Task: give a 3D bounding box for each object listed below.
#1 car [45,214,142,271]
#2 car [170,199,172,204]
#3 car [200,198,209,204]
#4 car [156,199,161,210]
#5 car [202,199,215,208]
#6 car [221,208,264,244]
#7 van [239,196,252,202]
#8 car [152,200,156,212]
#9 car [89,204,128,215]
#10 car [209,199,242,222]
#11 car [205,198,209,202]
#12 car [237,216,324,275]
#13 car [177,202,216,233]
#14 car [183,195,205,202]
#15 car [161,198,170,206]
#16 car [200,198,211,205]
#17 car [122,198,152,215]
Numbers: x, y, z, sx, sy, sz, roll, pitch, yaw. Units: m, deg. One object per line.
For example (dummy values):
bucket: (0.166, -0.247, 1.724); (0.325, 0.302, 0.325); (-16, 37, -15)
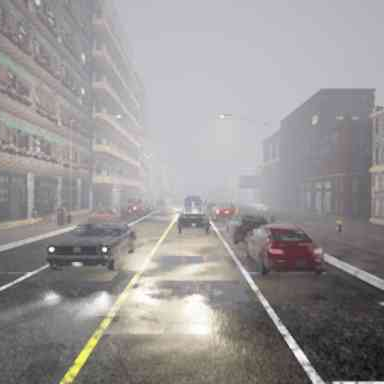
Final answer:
car: (-3.102, 1.656, 11.196); (1.895, 1.301, 4.718); (0, 0, 0)
car: (-5.703, 1.989, 78.508); (1.752, 1.417, 4.829); (0, 0, 0)
car: (2.679, 1.952, 73.147); (1.752, 1.417, 4.829); (0, 0, 0)
car: (-5.699, 1.792, 44.498); (2.008, 1.369, 4.403); (0, 0, 0)
car: (2.680, 1.857, 55.887); (1.887, 1.381, 4.507); (0, 0, 0)
car: (2.685, 1.647, 16.012); (1.947, 1.339, 4.313); (0, 0, 0)
van: (14.650, 1.949, 89.442); (3.998, 1.788, 1.690); (0, 0, 0)
car: (-5.699, 1.648, 38.802); (1.967, 1.590, 4.097); (0, 0, 0)
car: (-5.697, 1.694, 21.711); (1.802, 1.307, 4.206); (0, 0, 0)
car: (2.682, 1.584, 27.405); (1.967, 1.590, 4.097); (0, 0, 0)
car: (2.682, 1.793, 44.495); (2.008, 1.369, 4.403); (0, 0, 0)
car: (2.686, 1.634, 10.316); (1.802, 1.307, 4.206); (0, 0, 0)
car: (0.094, 1.598, 20.469); (2.128, 1.511, 4.902); (0, 0, 0)
car: (0.095, 1.441, 41.047); (2.150, 2.045, 5.566); (0, -1, 0)
car: (-5.701, 1.914, 61.588); (1.947, 1.339, 4.313); (0, 0, 0)
car: (2.679, 1.932, 67.280); (1.887, 1.381, 4.507); (0, 0, 0)
car: (-5.699, 1.490, 33.106); (2.192, 1.841, 5.009); (0, 0, 0)
